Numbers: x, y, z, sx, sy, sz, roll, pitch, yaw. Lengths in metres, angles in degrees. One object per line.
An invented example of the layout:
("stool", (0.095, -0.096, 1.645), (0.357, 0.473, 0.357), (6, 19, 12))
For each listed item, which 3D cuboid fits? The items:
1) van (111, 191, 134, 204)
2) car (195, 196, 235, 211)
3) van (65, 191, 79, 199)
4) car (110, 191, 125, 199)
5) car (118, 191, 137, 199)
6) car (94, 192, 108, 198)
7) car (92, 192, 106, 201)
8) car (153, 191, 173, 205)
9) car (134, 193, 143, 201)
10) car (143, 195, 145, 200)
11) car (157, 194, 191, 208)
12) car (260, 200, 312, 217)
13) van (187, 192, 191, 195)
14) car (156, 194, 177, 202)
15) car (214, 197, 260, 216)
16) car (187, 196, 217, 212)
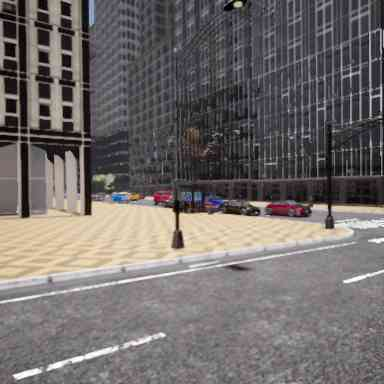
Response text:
("van", (-11.536, 0.947, 54.142), (1.690, 1.788, 3.998), (0, 1, -34))
("car", (2.569, 1.236, 38.069), (1.882, 1.535, 5.008), (-1, 1, -34))
("van", (-27.561, 0.679, 77.611), (1.690, 1.788, 3.998), (0, 1, -34))
("car", (-17.435, 0.698, 77.642), (1.967, 1.590, 4.097), (0, 1, -34))
("car", (-14.230, 0.627, 72.947), (2.192, 1.841, 5.009), (0, 1, -34))
("car", (-23.844, 0.701, 87.031), (2.008, 1.369, 4.403), (0, 1, -34))
("car", (-17.946, 1.050, 63.532), (2.008, 1.369, 4.403), (0, 1, -34))
("car", (-3.430, 0.883, 46.865), (2.150, 2.045, 5.566), (-1, 1, -34))
("car", (-12.026, 0.904, 65.115), (1.882, 1.535, 5.008), (-1, 1, -34))
("car", (-11.025, 0.948, 68.257), (1.802, 1.307, 4.206), (0, 1, -34))
("car", (-1.966, 1.328, 40.035), (1.947, 1.339, 4.313), (0, 1, -34))
("car", (8.469, 1.417, 29.424), (1.994, 1.385, 4.181), (-1, 1, -34))
("van", (-1.410, 0.866, 54.172), (1.690, 1.788, 3.998), (0, 1, -34))
("car", (-4.615, 1.055, 58.869), (1.802, 1.307, 4.206), (0, 1, -34))
("car", (4.382, 1.432, 30.603), (1.947, 1.339, 4.313), (0, 1, -34))
("car", (1.191, 1.397, 35.309), (1.802, 1.307, 4.206), (0, 1, -34))
